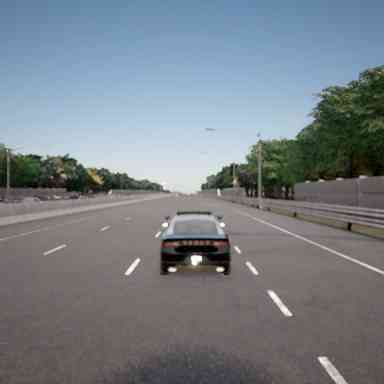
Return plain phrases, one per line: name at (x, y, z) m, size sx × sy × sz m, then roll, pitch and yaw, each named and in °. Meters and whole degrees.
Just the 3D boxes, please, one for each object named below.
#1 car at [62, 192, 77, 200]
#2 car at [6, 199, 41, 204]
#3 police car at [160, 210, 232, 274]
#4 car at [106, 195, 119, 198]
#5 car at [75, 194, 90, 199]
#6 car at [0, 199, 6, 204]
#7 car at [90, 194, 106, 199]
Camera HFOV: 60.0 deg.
car at (-28.018, 1.098, 76.845) m, size 2.150 × 2.045 × 5.566 m, roll 0°, pitch 0°, yaw 0°
car at (-17.603, 1.473, 35.898) m, size 1.812 × 1.442 × 4.674 m, roll 0°, pitch 0°, yaw 0°
police car at (0.067, 1.384, 10.582) m, size 1.930 × 1.638 × 5.238 m, roll 0°, pitch 0°, yaw -1°
car at (-17.518, 1.475, 76.051) m, size 1.812 × 1.442 × 4.674 m, roll 0°, pitch 0°, yaw 0°
car at (-24.518, 1.503, 76.049) m, size 1.994 × 1.385 × 4.181 m, roll 0°, pitch 0°, yaw 0°
car at (-21.104, 1.451, 35.264) m, size 1.837 × 1.490 × 4.892 m, roll 0°, pitch 0°, yaw 0°
car at (-21.018, 1.306, 76.081) m, size 2.097 × 1.767 × 4.553 m, roll 0°, pitch 0°, yaw 0°
